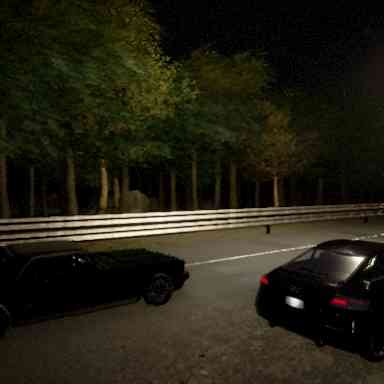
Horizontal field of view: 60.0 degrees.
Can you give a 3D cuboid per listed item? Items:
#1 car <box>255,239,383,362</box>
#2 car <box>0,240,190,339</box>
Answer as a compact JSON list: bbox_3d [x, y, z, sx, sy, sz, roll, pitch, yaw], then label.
[{"bbox_3d":[3.117,1.564,5.971,4.181,1.385,1.994,0,0,-35],"label":"car"},{"bbox_3d":[-2.397,1.601,6.334,4.718,1.301,1.895,0,0,-35],"label":"car"}]
